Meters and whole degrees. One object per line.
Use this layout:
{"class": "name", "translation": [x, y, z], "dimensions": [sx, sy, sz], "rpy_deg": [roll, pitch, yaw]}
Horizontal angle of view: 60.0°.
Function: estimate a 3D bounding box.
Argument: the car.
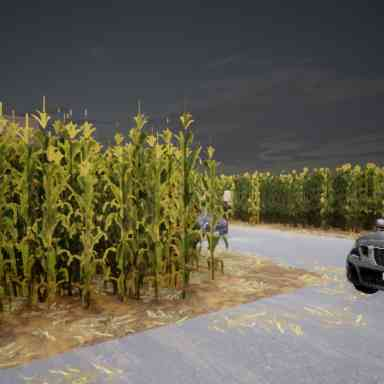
{"class": "car", "translation": [5.897, 1.243, 7.686], "dimensions": [5.566, 2.045, 2.150], "rpy_deg": [1, 0, -36]}
